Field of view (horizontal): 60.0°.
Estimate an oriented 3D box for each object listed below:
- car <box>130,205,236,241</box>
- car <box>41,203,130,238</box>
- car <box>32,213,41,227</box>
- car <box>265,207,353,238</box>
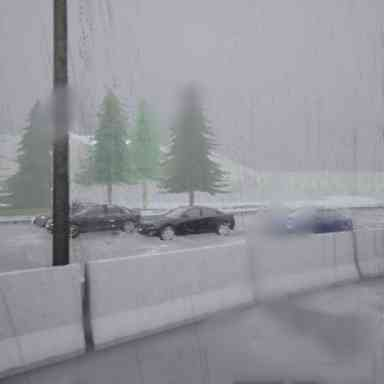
[{"bbox_3d":[-0.178,1.402,16.221,5.008,1.535,1.882,0,0,-31],"label":"car"},{"bbox_3d":[-4.941,1.433,17.343,4.892,1.490,1.837,0,0,-33],"label":"car"},{"bbox_3d":[-6.976,1.410,20.187,4.902,1.511,2.128,0,0,-33],"label":"car"},{"bbox_3d":[5.558,1.442,15.599,4.674,1.442,1.812,0,0,-29],"label":"car"}]
